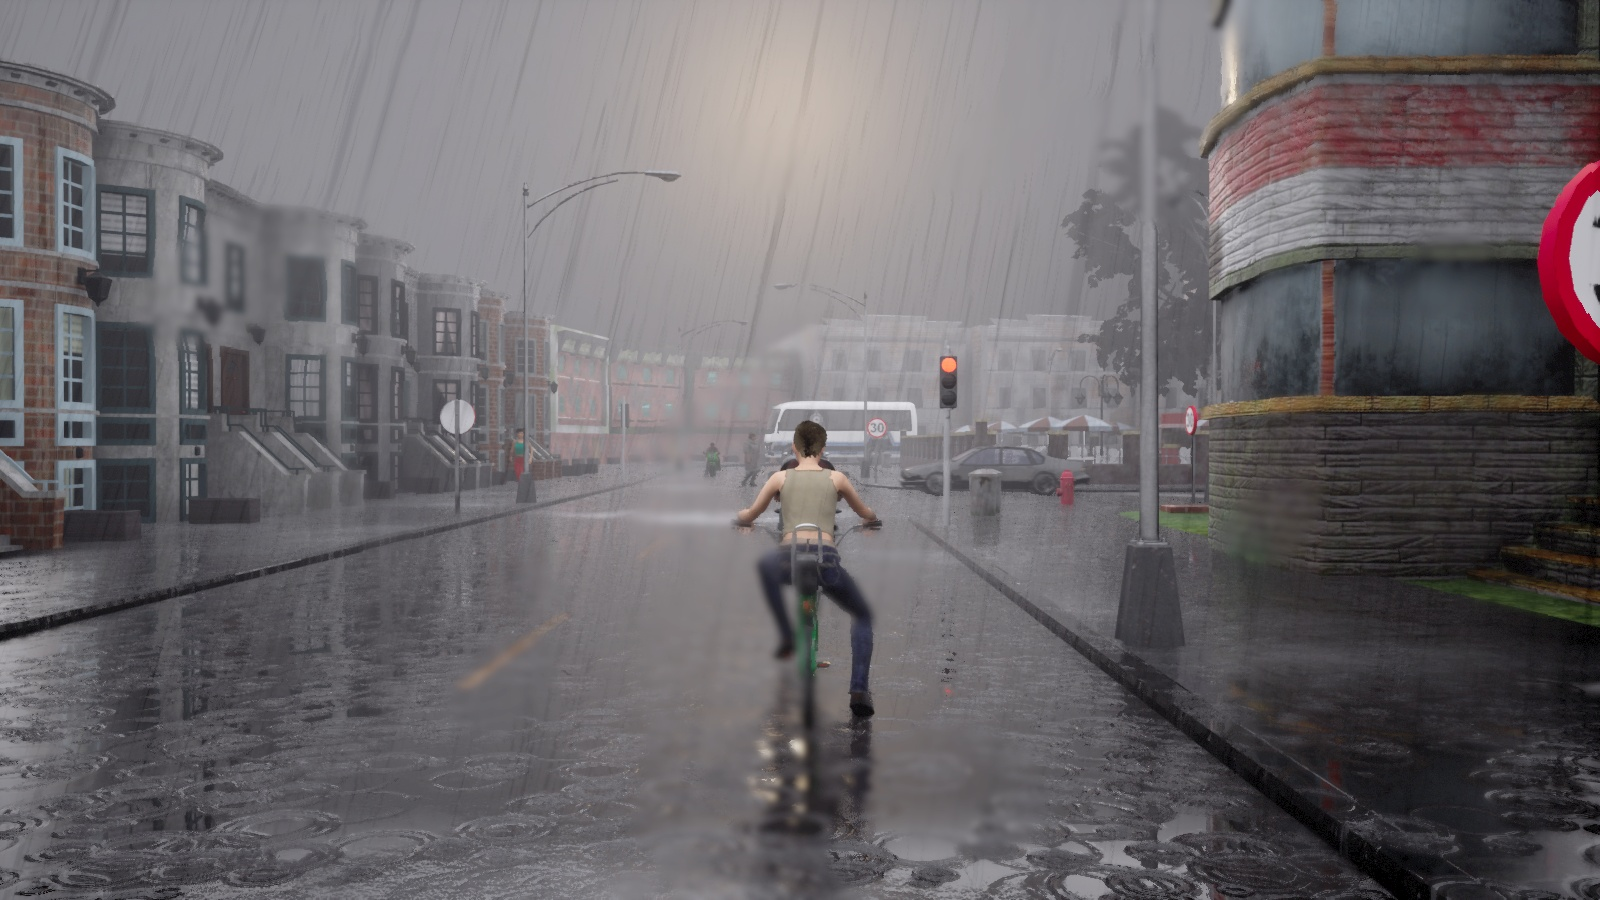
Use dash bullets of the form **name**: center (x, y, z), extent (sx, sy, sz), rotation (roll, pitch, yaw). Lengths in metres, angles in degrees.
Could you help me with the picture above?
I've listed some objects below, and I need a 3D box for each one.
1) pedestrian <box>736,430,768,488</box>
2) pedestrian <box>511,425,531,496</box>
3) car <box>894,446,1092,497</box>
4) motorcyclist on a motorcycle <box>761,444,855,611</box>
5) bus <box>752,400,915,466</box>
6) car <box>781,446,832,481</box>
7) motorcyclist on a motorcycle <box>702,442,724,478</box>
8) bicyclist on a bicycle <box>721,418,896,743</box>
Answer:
- **pedestrian**: center (-1.619, 0.299, 42.777), extent (0.873, 1.952, 0.659), rotation (0, 0, 30)
- **pedestrian**: center (-7.258, 0.266, 32.637), extent (0.345, 1.836, 0.594), rotation (0, 0, 5)
- **car**: center (5.441, 0.595, 35.970), extent (5.357, 1.411, 2.033), rotation (0, 0, 1)
- **motorcyclist on a motorcycle**: center (0.080, 0.710, 12.643), extent (0.866, 1.530, 2.191), rotation (0, 0, 0)
- **bus**: center (2.166, -1.106, 83.616), extent (10.273, 4.253, 3.944), rotation (0, 1, -10)
- **car**: center (0.258, 0.521, 51.240), extent (1.994, 1.385, 4.181), rotation (0, 0, 0)
- **motorcyclist on a motorcycle**: center (-3.723, 0.420, 54.162), extent (0.797, 1.523, 2.044), rotation (0, 0, 0)
- **bicyclist on a bicycle**: center (0.047, 0.644, 6.991), extent (0.866, 1.612, 1.509), rotation (0, 0, 0)
